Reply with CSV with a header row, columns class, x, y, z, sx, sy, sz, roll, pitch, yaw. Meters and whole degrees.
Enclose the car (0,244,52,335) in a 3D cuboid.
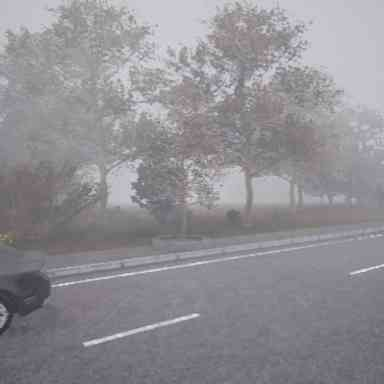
class,x,y,z,sx,sy,sz,roll,pitch,yaw
car,-4.722,1.505,4.923,4.892,1.490,1.837,0,0,-35
